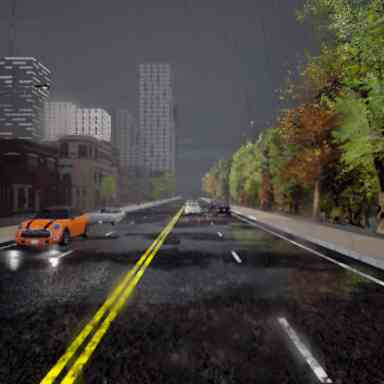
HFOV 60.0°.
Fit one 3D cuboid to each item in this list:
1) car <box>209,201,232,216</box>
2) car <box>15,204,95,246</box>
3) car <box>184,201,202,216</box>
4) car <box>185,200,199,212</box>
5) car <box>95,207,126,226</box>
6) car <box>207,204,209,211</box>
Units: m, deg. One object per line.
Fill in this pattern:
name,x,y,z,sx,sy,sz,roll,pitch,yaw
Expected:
car,3.351,1.945,37.289,2.033,1.411,5.357,0,-1,0
car,-6.598,1.526,16.196,2.097,1.767,4.553,0,-1,0
car,0.093,1.933,38.188,1.812,1.442,4.674,0,-1,0
car,0.023,2.001,49.303,1.882,1.535,5.008,0,0,0
car,-6.592,1.881,26.178,1.895,1.301,4.718,0,-1,0
car,3.262,2.060,48.281,2.033,1.411,5.357,0,-1,0
